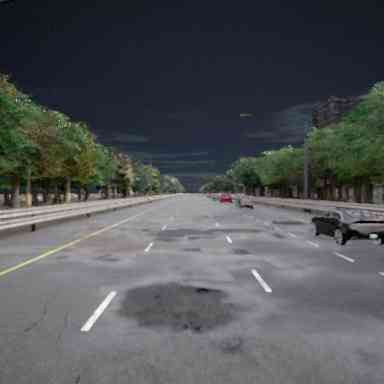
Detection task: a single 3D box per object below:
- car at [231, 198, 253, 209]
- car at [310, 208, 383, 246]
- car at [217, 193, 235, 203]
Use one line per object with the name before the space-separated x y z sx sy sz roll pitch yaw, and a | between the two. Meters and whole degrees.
car | 7.002 1.563 44.816 2.033 1.411 5.357 0 0 0
car | 7.001 1.495 15.245 2.128 1.511 4.902 0 0 0
car | 7.037 1.273 69.825 2.150 2.045 5.566 0 0 0
